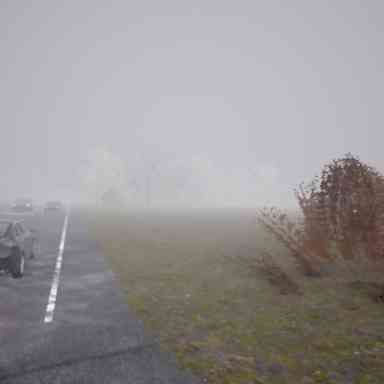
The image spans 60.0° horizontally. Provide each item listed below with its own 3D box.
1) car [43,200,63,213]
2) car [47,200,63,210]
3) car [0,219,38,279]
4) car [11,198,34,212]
[{"bbox_3d":[-17.209,1.797,41.064,2.033,1.411,5.357,1,-1,-19],"label":"car"},{"bbox_3d":[-19.942,1.861,48.465,1.994,1.385,4.181,1,-1,-20],"label":"car"},{"bbox_3d":[-5.877,1.555,9.917,1.837,1.490,4.892,1,-1,-20],"label":"car"},{"bbox_3d":[-21.239,1.577,41.814,2.097,1.767,4.553,1,-1,-20],"label":"car"}]
